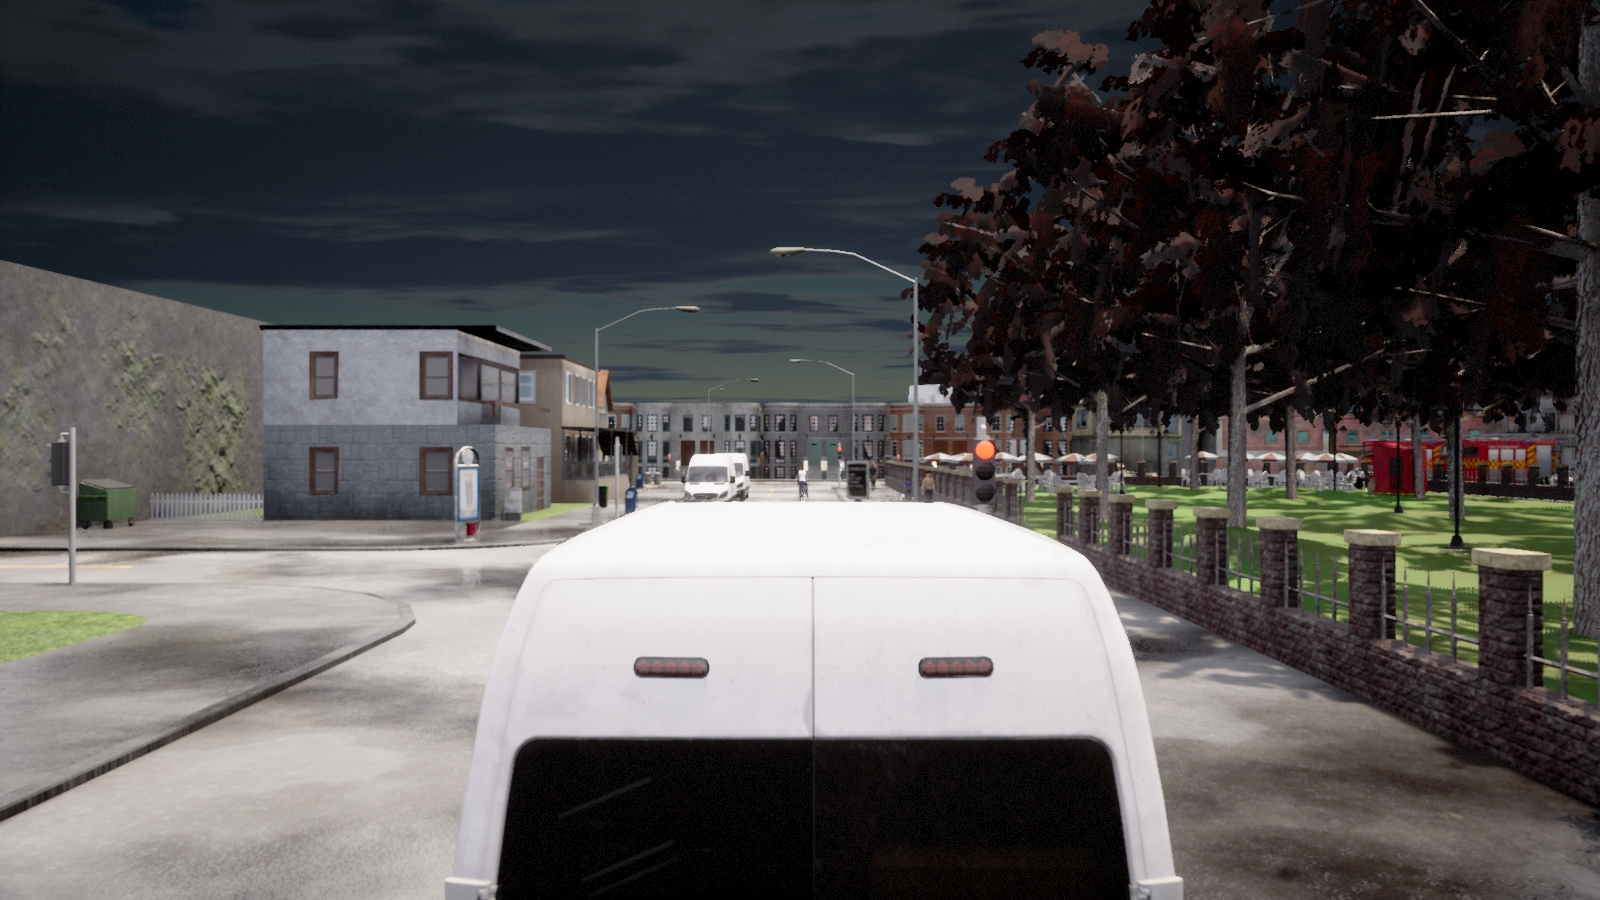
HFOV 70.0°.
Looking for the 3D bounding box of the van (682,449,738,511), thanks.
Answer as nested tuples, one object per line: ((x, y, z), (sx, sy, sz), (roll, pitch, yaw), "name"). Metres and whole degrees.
((-3.881, 1.251, 50.077), (1.988, 2.561, 5.915), (0, 0, 0), "van")

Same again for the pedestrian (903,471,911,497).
((5.494, 1.730, 58.406), (0.375, 1.300, 0.375), (0, 0, 0), "pedestrian")

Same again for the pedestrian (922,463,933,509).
((5.241, 1.465, 46.855), (0.375, 1.860, 0.375), (0, 0, -7), "pedestrian")

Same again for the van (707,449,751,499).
((-3.828, 1.236, 62.216), (1.988, 2.561, 5.915), (0, 0, 0), "van")

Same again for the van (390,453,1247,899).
((0.036, 1.306, 5.609), (1.988, 2.561, 5.915), (0, 0, 0), "van")

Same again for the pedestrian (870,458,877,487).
((4.740, 1.423, 73.763), (0.375, 1.860, 0.375), (0, 0, -9), "pedestrian")
